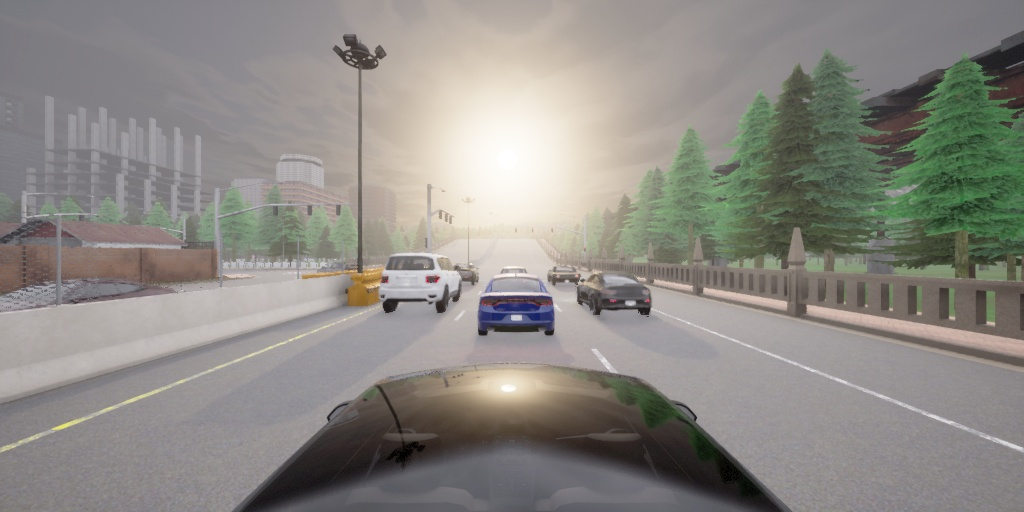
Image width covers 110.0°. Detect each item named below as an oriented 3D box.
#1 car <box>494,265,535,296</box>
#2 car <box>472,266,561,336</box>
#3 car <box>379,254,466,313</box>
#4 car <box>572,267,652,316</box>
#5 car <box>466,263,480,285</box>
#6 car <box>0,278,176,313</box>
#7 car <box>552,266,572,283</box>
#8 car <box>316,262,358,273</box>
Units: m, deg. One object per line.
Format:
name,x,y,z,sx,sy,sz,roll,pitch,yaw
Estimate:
car,0.109,1.297,20.547,2.033,1.411,5.357,0,0,0
car,0.101,1.228,10.476,1.882,1.535,5.008,0,0,0
car,-3.394,0.964,14.234,2.150,2.045,5.566,0,-1,0
car,3.604,1.276,13.211,1.812,1.442,4.674,0,0,0
car,-3.429,1.241,25.720,2.128,1.511,4.902,0,0,-1
car,-10.596,1.276,8.578,1.812,1.442,4.674,0,0,0
car,3.612,1.351,25.705,1.895,1.301,4.718,0,0,0
car,-13.995,1.243,29.077,2.128,1.511,4.902,0,0,0
